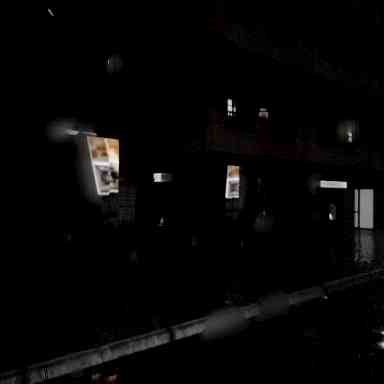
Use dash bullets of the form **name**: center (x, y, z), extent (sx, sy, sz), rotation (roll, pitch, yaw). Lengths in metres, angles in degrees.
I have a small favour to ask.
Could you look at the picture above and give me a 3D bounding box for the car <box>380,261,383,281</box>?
- **car**: center (6.272, 1.612, 7.570), extent (4.718, 1.301, 1.895), rotation (0, 0, -36)
